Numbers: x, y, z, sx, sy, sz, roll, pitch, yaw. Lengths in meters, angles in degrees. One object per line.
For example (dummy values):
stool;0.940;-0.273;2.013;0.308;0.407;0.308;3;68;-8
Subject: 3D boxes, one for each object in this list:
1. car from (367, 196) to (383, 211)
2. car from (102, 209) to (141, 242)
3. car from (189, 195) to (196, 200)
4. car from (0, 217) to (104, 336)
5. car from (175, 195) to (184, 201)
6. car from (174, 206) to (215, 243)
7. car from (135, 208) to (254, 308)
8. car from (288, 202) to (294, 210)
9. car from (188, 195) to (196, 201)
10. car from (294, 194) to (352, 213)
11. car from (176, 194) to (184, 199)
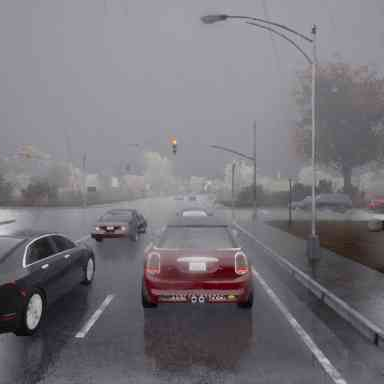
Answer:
car;23.859;1.211;39.391;5.566;2.045;2.150;0;0;3
car;-3.386;1.547;16.317;2.033;1.411;5.357;0;0;0
car;0.137;1.524;95.344;1.812;1.442;4.674;0;0;1
car;-3.392;1.505;6.659;1.837;1.490;4.892;0;0;0
car;-3.413;1.545;85.313;1.994;1.385;4.181;0;0;0
car;0.116;1.526;17.111;1.812;1.442;4.674;0;0;0
car;0.107;1.352;8.072;2.097;1.767;4.553;0;0;0
car;14.025;1.504;39.933;4.892;1.490;1.837;0;0;3
car;0.085;1.500;84.990;1.837;1.490;4.892;0;0;0
car;14.501;1.221;36.398;5.566;2.045;2.150;0;0;3
car;-3.364;1.402;95.340;1.994;1.385;4.181;0;0;1
